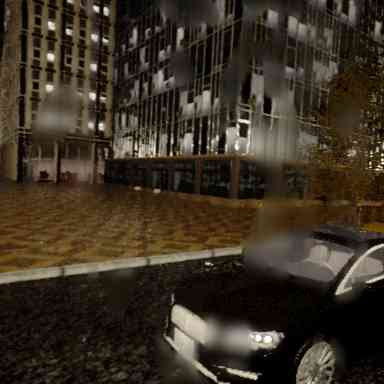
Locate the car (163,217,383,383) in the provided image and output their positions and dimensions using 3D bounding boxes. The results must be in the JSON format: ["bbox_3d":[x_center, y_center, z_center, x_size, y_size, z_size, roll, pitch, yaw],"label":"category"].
[{"bbox_3d":[1.959,1.318,4.812,4.902,1.511,2.128,1,4,-34],"label":"car"}]
